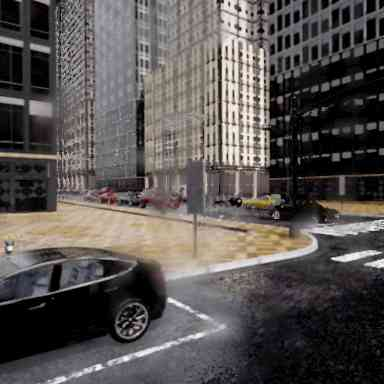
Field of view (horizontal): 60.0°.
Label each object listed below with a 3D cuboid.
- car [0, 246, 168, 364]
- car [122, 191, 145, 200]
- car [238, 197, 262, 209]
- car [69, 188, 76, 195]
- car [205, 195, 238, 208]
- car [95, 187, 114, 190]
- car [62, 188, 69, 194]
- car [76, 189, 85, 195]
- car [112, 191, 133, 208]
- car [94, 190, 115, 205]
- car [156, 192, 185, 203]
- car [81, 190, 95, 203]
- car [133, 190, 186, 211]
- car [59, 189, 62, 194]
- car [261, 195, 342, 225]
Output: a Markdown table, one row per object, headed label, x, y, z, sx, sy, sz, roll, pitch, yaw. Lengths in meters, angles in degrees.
| label | x | y | z | sx | sy | sz | roll | pitch | yaw |
| --- | --- | --- | --- | --- | --- | --- | --- | --- | --- |
| car | -2.393 | 1.561 | 4.855 | 4.313 | 1.339 | 1.947 | 0 | 0 | -36 |
| car | -9.624 | 0.509 | 54.070 | 1.947 | 1.339 | 4.313 | 1 | 1 | -36 |
| car | 6.925 | 0.989 | 31.576 | 1.752 | 1.417 | 4.829 | 1 | 1 | -36 |
| car | -26.205 | -0.032 | 76.754 | 1.887 | 1.381 | 4.507 | 1 | 1 | -36 |
| car | 3.640 | 0.929 | 35.922 | 1.947 | 1.339 | 4.313 | 1 | 1 | -36 |
| car | -16.252 | 0.050 | 63.141 | 2.192 | 1.841 | 5.009 | 1 | 1 | -36 |
| car | -29.519 | -0.241 | 81.291 | 1.967 | 1.590 | 4.097 | 1 | 1 | -36 |
| car | -22.889 | 0.078 | 72.217 | 2.008 | 1.369 | 4.403 | 1 | 1 | -36 |
| car | -6.437 | 0.898 | 35.508 | 1.947 | 1.339 | 4.313 | 1 | 1 | -36 |
| car | -9.752 | 0.772 | 40.043 | 1.887 | 1.381 | 4.507 | 1 | 1 | -36 |
| car | -2.993 | 0.719 | 44.995 | 1.947 | 1.339 | 4.313 | 1 | 1 | -36 |
| car | -13.068 | 0.705 | 44.580 | 1.802 | 1.307 | 4.206 | 1 | 1 | -36 |
| car | -3.116 | 0.752 | 30.969 | 2.192 | 1.841 | 5.009 | 1 | 1 | -36 |
| car | -32.835 | -0.344 | 85.827 | 1.967 | 1.590 | 4.097 | 1 | 1 | -36 |
| car | 7.133 | 1.205 | 21.478 | 1.837 | 1.490 | 4.892 | -1 | 2 | -36 |
